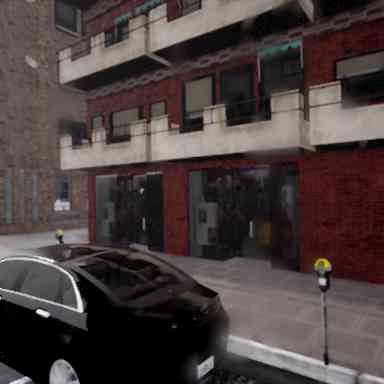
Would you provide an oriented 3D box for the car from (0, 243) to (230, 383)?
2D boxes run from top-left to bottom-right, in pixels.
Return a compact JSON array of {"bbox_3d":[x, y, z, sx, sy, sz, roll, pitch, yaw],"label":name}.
[{"bbox_3d":[-1.833,1.505,4.749,4.892,1.490,1.837,0,0,36],"label":"car"}]
